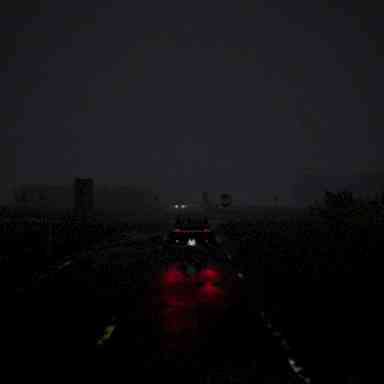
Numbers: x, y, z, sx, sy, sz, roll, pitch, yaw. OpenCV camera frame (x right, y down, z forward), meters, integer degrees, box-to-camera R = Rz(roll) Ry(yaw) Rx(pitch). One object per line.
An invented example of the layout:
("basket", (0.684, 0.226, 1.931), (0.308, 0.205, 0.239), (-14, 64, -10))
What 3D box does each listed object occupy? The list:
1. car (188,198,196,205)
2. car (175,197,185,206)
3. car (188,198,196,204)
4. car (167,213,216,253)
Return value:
("car", (-0.034, 2.445, 79.257), (2.033, 1.411, 5.357), (0, -1, 0))
("car", (-2.782, 2.131, 77.375), (2.150, 2.045, 5.566), (0, -1, 0))
("car", (-0.039, 2.472, 91.344), (2.128, 1.511, 4.902), (0, -1, 0))
("car", (-0.003, 1.638, 14.300), (2.128, 1.511, 4.902), (0, -1, 0))
